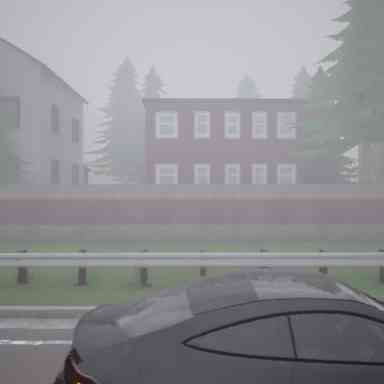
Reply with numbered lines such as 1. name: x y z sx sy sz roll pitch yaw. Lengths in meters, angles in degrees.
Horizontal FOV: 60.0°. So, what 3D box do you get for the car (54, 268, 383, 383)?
1. car: 1.165 1.525 3.142 4.674 1.442 1.812 0 0 0
